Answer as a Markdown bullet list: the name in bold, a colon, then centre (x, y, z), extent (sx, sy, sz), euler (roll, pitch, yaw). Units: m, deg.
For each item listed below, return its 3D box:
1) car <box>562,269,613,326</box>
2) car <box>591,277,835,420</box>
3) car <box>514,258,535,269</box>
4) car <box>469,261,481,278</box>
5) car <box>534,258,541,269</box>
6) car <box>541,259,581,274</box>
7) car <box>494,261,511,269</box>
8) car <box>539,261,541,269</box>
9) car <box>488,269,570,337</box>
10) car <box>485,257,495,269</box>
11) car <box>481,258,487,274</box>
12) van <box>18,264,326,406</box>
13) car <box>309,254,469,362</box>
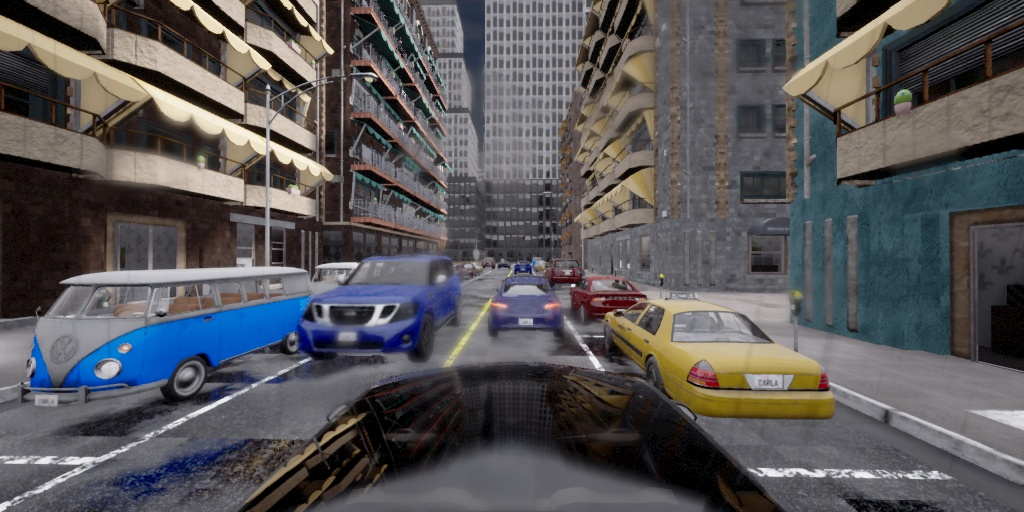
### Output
- **car**: centre (2.896, 1.297, 11.519), extent (1.888, 1.381, 4.507), euler (0, 0, 2)
- **car**: centre (2.741, 1.276, 6.051), extent (1.751, 1.417, 4.829), euler (0, 0, 2)
- **car**: centre (1.230, 1.242, 39.877), extent (1.882, 1.535, 5.008), euler (0, 0, 2)
- **car**: centre (-4.341, 1.343, 34.294), extent (1.802, 1.307, 4.207), euler (0, 0, 2)
- **car**: centre (3.861, 1.294, 45.517), extent (1.751, 1.417, 4.829), euler (0, 0, 2)
- **car**: centre (3.216, 1.071, 22.795), extent (2.192, 1.841, 5.009), euler (0, 0, 2)
- **car**: centre (-1.211, 1.377, 55.103), extent (1.895, 1.301, 4.718), euler (0, 0, 2)
- **car**: centre (3.381, 1.284, 28.603), extent (1.751, 1.417, 4.829), euler (0, 0, 2)
- **car**: centre (0.386, 1.277, 10.147), extent (1.812, 1.442, 4.674), euler (0, 0, 2)
- **car**: centre (-3.701, 1.092, 56.847), extent (2.192, 1.841, 5.009), euler (0, 0, 2)
- **car**: centre (-4.186, 1.289, 39.763), extent (1.751, 1.417, 4.829), euler (0, 0, 2)
- **van**: centre (-5.141, 1.091, 6.104), extent (1.690, 1.789, 3.998), euler (0, 0, 2)
- **car**: centre (-2.605, 0.974, 8.614), extent (2.150, 2.045, 5.566), euler (0, 0, 2)
